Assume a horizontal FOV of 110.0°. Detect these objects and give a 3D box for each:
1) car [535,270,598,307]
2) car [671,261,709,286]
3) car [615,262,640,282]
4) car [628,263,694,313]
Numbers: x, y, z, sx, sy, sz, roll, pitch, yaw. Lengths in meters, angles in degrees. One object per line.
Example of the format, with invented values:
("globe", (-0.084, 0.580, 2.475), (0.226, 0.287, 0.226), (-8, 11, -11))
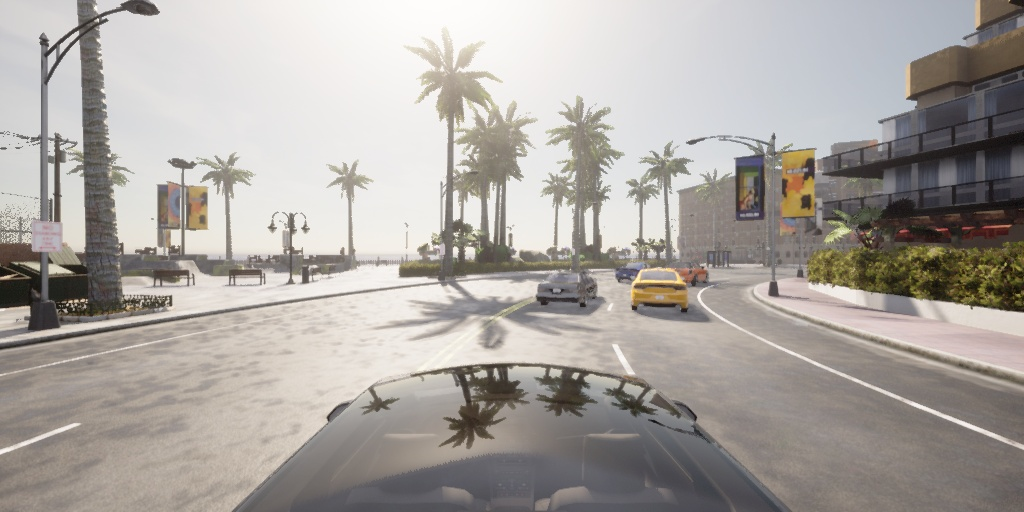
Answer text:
("car", (2.521, 1.314, 15.528), (2.033, 1.411, 5.357), (0, 0, 20))
("car", (12.429, 1.117, 25.526), (2.097, 1.767, 4.553), (0, 0, 41))
("car", (9.800, 1.235, 27.836), (1.882, 1.535, 5.008), (0, 0, 41))
("car", (5.802, 1.235, 14.309), (1.882, 1.535, 5.008), (0, 0, 20))
